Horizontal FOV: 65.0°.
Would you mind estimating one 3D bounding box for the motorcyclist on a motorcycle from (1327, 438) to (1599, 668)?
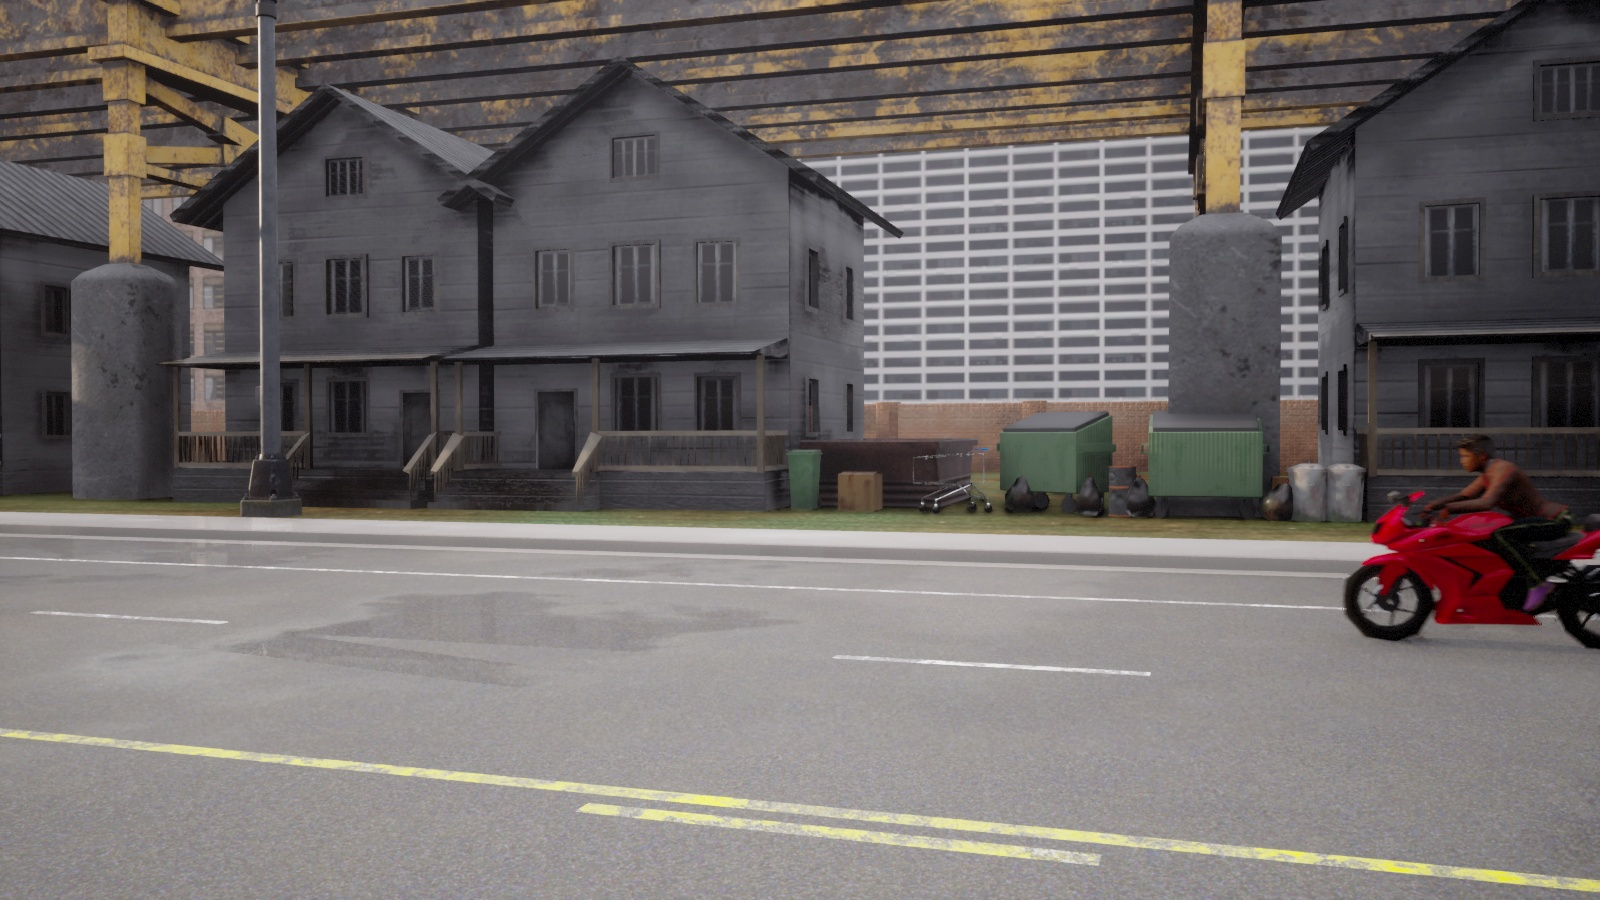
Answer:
[{"bbox_3d":[4.895,0.684,8.933,2.044,1.523,0.797,1,1,18],"label":"motorcyclist on a motorcycle"}]
